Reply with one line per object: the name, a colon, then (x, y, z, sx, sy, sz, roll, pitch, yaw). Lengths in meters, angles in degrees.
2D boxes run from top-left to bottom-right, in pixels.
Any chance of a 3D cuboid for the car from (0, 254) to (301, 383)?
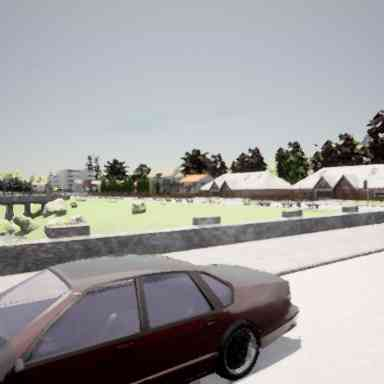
car: (-1.024, 1.533, 3.865, 5.357, 1.411, 2.033, -1, 0, -36)
